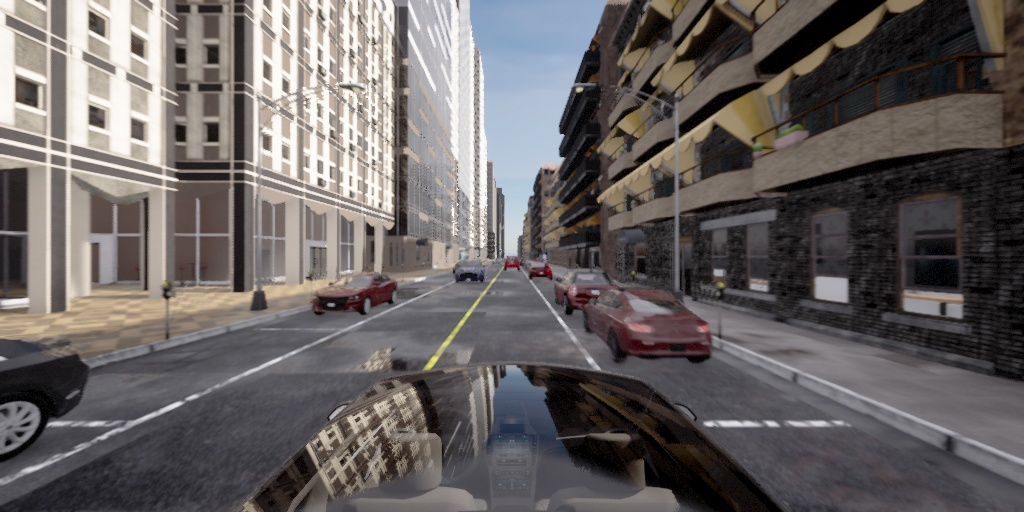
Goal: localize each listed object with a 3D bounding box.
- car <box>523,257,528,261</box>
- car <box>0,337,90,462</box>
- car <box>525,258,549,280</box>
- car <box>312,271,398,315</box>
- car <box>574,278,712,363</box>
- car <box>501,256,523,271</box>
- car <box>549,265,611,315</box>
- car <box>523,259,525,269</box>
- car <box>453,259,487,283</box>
[{"bbox_3d":[2.686,1.301,53.066,2.007,1.370,4.403,0,0,0],"label":"car"},{"bbox_3d":[-5.689,1.300,2.228,2.007,1.370,4.403,0,0,0],"label":"car"},{"bbox_3d":[2.358,1.224,31.182,1.882,1.535,5.008,0,0,0],"label":"car"},{"bbox_3d":[-5.691,1.292,13.525,1.888,1.381,4.507,0,0,0],"label":"car"},{"bbox_3d":[2.690,1.330,7.878,1.802,1.307,4.207,0,0,0],"label":"car"},{"bbox_3d":[-0.001,0.973,50.014,2.150,2.045,5.566,0,0,0],"label":"car"},{"bbox_3d":[2.690,1.187,13.526,1.967,1.591,4.097,0,0,0],"label":"car"},{"bbox_3d":[2.687,1.313,41.769,1.948,1.339,4.313,0,0,0],"label":"car"},{"bbox_3d":[-3.098,1.098,27.819,2.097,1.767,4.553,0,0,0],"label":"car"}]
